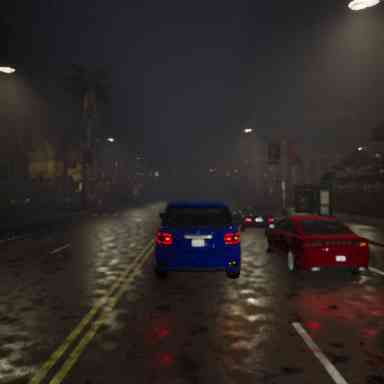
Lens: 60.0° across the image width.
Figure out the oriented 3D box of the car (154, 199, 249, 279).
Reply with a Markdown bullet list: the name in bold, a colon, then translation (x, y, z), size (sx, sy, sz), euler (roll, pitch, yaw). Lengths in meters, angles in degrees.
- **car**: translation (0.137, 1.226, 10.145), size (2.150, 2.045, 5.566), euler (0, 0, 0)

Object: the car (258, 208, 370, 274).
- **car**: translation (3.649, 1.481, 10.632), size (1.882, 1.535, 5.008), euler (0, 0, 0)

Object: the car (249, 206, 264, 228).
- **car**: translation (3.674, 1.553, 20.448), size (2.033, 1.411, 5.357), euler (0, 0, 0)

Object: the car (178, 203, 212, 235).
- **car**: translation (0.176, 1.510, 20.086), size (1.837, 1.490, 4.892), euler (0, 0, 0)
